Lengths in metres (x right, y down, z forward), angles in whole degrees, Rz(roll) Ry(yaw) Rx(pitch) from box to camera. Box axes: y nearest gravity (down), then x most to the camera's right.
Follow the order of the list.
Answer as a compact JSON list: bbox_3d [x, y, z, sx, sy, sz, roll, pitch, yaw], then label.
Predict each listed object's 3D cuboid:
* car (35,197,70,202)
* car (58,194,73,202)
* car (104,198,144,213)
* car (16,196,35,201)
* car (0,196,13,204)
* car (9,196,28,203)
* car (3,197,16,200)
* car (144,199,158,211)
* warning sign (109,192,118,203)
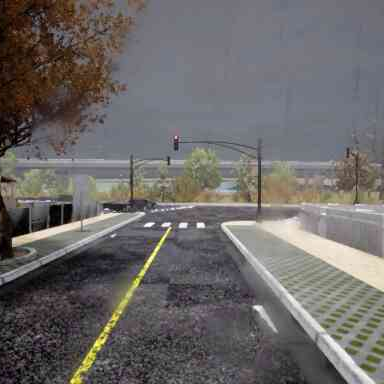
[{"bbox_3d":[-20.665,1.824,49.224,4.674,1.442,1.812,-1,2,36],"label":"car"},{"bbox_3d":[-18.789,1.407,51.859,5.566,2.045,2.150,0,2,36],"label":"car"},{"bbox_3d":[-8.694,1.686,40.517,4.902,1.511,2.128,-1,2,36],"label":"car"},{"bbox_3d":[-31.608,1.660,61.297,4.553,1.767,2.097,-1,1,36],"label":"car"},{"bbox_3d":[-40.872,1.695,72.047,4.892,1.490,1.837,-1,2,36],"label":"car"},{"bbox_3d":[-38.984,1.680,74.694,4.718,1.301,1.895,-1,2,36],"label":"car"},{"bbox_3d":[-33.999,1.910,59.013,4.902,1.511,2.128,0,2,36],"label":"car"},{"bbox_3d":[-6.548,1.588,42.972,4.892,1.490,1.837,0,2,36],"label":"car"},{"bbox_3d":[-14.246,0.995,60.260,1.060,1.860,1.300,2,1,36],"label":"warning sign"}]
